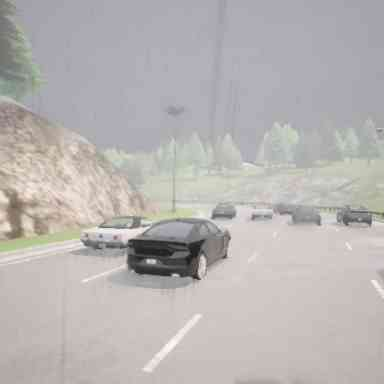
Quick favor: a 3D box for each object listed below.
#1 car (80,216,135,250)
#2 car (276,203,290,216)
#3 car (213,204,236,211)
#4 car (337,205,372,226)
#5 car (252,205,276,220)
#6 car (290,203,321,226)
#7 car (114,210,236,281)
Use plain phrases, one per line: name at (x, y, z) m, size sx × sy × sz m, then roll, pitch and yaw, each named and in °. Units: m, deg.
car at (-2.475, 1.667, 14.101) m, size 1.895 × 1.301 × 4.718 m, roll 0°, pitch 0°, yaw 20°
car at (10.480, 1.896, 37.372) m, size 1.994 × 1.385 × 4.181 m, roll 1°, pitch 0°, yaw 1°
car at (3.055, 1.791, 31.400) m, size 1.994 × 1.385 × 4.181 m, roll 1°, pitch 0°, yaw 11°
car at (12.530, 1.768, 25.856) m, size 2.128 × 1.511 × 4.902 m, roll 0°, pitch 0°, yaw 15°
car at (6.605, 1.861, 31.501) m, size 1.895 × 1.301 × 4.718 m, roll 0°, pitch 0°, yaw 11°
car at (8.996, 1.812, 26.262) m, size 1.994 × 1.385 × 4.181 m, roll 0°, pitch 0°, yaw 15°
car at (-0.126, 1.541, 10.300) m, size 1.882 × 1.535 × 5.008 m, roll 0°, pitch 0°, yaw 20°
